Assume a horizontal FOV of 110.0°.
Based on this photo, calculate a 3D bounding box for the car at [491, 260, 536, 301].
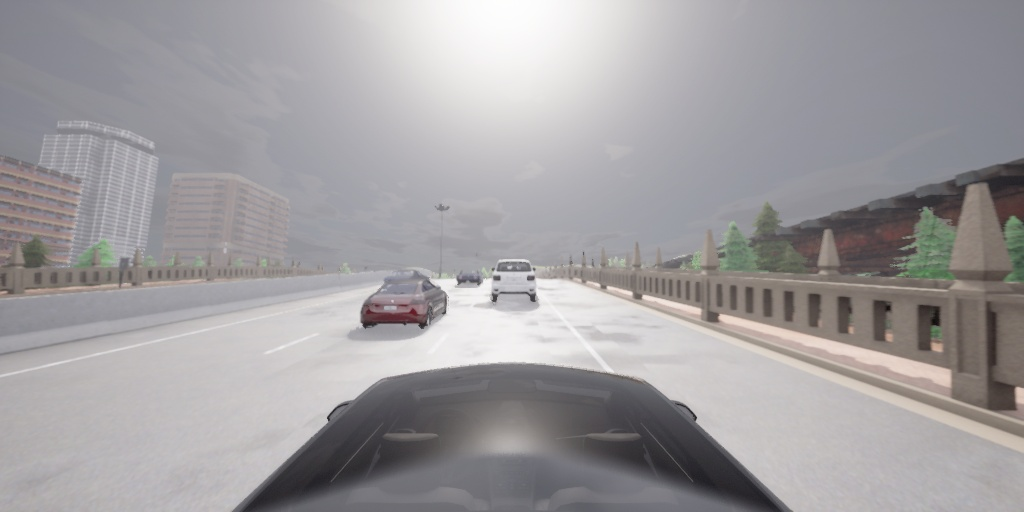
[{"bbox_3d":[0.089,1.209,19.055,2.150,2.045,5.566,0,-1,0],"label":"car"}]

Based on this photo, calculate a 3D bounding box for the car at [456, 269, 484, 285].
[{"bbox_3d":[-3.417,1.737,30.050,1.895,1.301,4.718,0,-1,0],"label":"car"}]

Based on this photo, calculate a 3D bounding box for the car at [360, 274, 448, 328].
[{"bbox_3d":[-3.405,1.455,12.044,1.994,1.385,4.181,0,-1,0],"label":"car"}]

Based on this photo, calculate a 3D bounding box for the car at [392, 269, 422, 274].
[{"bbox_3d":[-6.913,1.599,23.820,2.033,1.411,5.357,0,-1,0],"label":"car"}]
